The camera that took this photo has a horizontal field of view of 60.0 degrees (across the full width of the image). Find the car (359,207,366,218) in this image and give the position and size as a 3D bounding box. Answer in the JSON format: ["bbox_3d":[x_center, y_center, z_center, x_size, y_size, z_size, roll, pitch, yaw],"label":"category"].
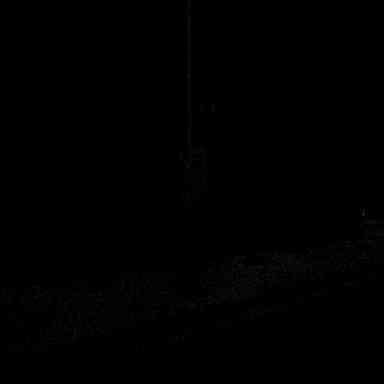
[{"bbox_3d":[11.119,1.311,26.256,2.128,1.511,4.902,0,1,-34],"label":"car"}]
